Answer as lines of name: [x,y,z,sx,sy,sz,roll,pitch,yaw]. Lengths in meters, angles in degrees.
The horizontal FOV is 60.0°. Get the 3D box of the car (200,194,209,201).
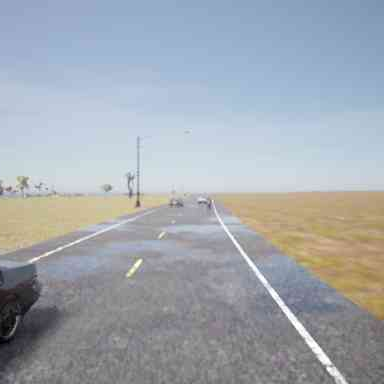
car: [2.860,1.313,75.739,2.128,1.511,4.902,0,0,3]

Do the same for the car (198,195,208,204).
car: [2.098,1.431,59.667,1.895,1.301,4.718,0,0,4]

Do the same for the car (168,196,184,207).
car: [-2.193,1.358,47.254,2.128,1.511,4.902,0,0,3]

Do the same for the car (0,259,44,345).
car: [-3.580,1.535,3.609,2.033,1.411,5.357,0,0,0]

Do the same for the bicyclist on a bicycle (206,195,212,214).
bicyclist on a bicycle: [1.589,1.364,31.127,0.582,1.620,1.656,0,0,2]

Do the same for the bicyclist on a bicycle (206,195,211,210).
bicyclist on a bicycle: [2.029,1.253,41.026,0.659,1.776,1.843,0,0,3]
